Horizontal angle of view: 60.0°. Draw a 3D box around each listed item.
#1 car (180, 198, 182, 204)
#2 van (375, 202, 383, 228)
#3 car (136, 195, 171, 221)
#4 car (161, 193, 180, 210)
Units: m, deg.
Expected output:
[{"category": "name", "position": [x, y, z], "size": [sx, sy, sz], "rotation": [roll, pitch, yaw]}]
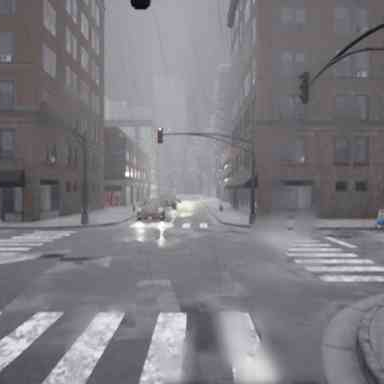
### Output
[{"category": "car", "position": [-2.996, 1.448, 62.342], "size": [1.812, 1.442, 4.674], "rotation": [0, 0, 0]}, {"category": "van", "position": [12.061, 1.328, 17.735], "size": [3.998, 1.788, 1.690], "rotation": [0, 0, 0]}, {"category": "car", "position": [-3.090, 1.320, 26.556], "size": [2.097, 1.767, 4.553], "rotation": [0, 0, 0]}, {"category": "car", "position": [-3.080, 1.174, 42.076], "size": [2.150, 2.045, 5.566], "rotation": [0, 0, 0]}]
